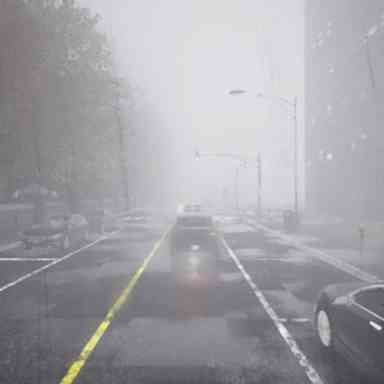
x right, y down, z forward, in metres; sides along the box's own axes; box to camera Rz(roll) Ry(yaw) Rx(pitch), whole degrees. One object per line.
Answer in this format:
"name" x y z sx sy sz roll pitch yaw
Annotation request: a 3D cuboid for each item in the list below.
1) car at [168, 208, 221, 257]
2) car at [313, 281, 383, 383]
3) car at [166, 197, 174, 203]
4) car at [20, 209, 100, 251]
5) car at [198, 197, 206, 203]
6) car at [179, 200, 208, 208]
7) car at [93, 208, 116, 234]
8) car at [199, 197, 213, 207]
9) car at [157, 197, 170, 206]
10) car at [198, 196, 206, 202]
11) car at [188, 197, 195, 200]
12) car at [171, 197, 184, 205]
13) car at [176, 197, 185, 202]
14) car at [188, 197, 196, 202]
"car" 0.098 1.584 13.275 1.837 1.490 4.892 0 0 0
"car" 2.691 1.572 3.429 2.008 1.369 4.403 0 0 0
"car" -5.708 2.091 85.950 1.752 1.417 4.829 0 0 0
"car" -5.769 1.637 14.500 2.008 1.369 4.403 0 0 0
"car" 2.672 2.111 86.122 1.887 1.381 4.507 0 0 0
"car" 0.093 1.733 30.449 2.033 1.411 5.357 0 0 0
"car" -5.822 1.665 20.040 1.887 1.381 4.507 0 0 0
"car" 2.678 1.933 57.959 1.947 1.339 4.313 0 0 0
"car" -5.703 1.987 63.590 1.802 1.307 4.206 0 0 0
"car" 2.671 2.049 91.754 1.967 1.590 4.097 0 0 0
"car" -0.020 2.088 84.828 2.033 1.411 5.357 0 0 0
"car" -3.017 1.952 73.480 1.882 1.535 5.008 0 0 0
"car" -3.020 1.983 89.088 2.128 1.511 4.902 0 0 0
"car" -0.022 2.050 95.245 2.033 1.411 5.357 0 0 0
